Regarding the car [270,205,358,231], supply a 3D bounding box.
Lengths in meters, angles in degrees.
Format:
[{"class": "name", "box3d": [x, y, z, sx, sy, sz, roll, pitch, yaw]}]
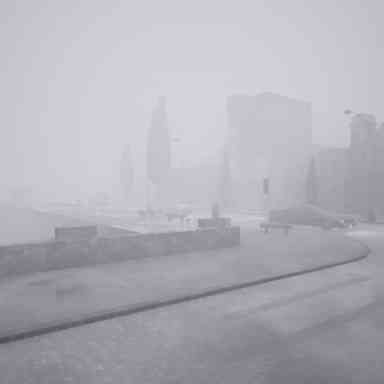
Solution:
[{"class": "car", "box3d": [7.413, 1.547, 20.968, 2.033, 1.411, 5.357, 0, 0, -37]}]

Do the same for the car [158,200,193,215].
[{"class": "car", "box3d": [-1.754, 1.526, 33.669, 1.812, 1.442, 4.674, 0, 0, -36]}]

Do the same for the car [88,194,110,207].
[{"class": "car", "box3d": [-14.641, 1.507, 51.826, 1.837, 1.490, 4.892, 0, -1, -35]}]
